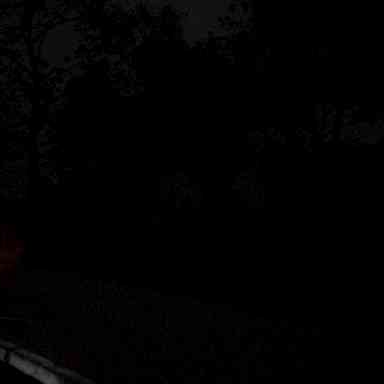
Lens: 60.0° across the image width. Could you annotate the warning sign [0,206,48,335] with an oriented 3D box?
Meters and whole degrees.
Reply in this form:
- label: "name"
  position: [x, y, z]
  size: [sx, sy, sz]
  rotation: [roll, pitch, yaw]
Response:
- label: "warning sign"
  position: [-3.209, 1.184, 5.301]
  size: [1.060, 1.860, 1.300]
  rotation: [-1, 0, 35]
